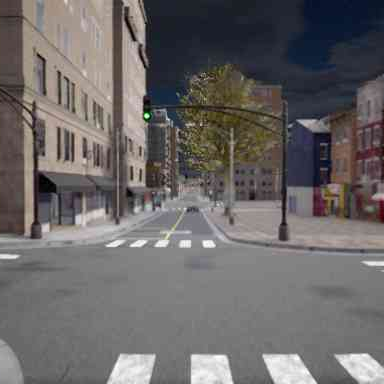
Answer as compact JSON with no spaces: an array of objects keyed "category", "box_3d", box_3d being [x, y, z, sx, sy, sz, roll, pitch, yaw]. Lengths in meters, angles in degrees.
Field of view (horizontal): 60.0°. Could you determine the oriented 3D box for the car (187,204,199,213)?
[{"category":"car","box_3d":[0.144,2.426,50.782,1.895,1.301,4.718,0,0,1]}]
